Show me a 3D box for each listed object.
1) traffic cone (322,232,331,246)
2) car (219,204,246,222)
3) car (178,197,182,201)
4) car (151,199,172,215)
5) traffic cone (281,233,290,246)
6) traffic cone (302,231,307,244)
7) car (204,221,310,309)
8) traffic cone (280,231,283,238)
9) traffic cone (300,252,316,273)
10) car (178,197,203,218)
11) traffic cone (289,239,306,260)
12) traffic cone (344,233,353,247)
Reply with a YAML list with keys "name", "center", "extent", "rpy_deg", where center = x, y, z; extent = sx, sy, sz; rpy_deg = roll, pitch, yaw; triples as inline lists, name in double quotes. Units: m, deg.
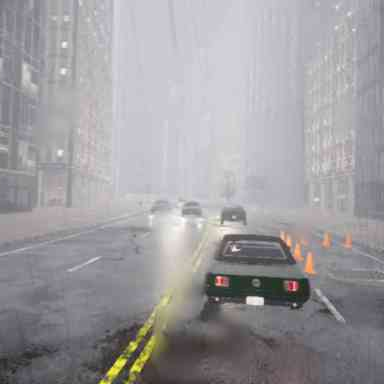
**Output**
- name: "traffic cone"
  center: [6.292, 2.190, 15.610]
  extent: [0.340, 0.580, 0.340]
  rpy_deg: [2, 0, 8]
- name: "car"
  center: [3.180, 1.670, 26.340]
  extent: [1.882, 1.535, 5.008]
  rpy_deg: [2, 0, 4]
- name: "car"
  center: [-2.096, 1.806, 73.301]
  extent: [1.895, 1.301, 4.718]
  rpy_deg: [2, 0, -7]
- name: "car"
  center: [-3.171, 1.521, 35.158]
  extent: [1.882, 1.535, 5.008]
  rpy_deg: [2, 0, 1]
- name: "traffic cone"
  center: [4.045, 2.120, 13.895]
  extent: [0.340, 0.580, 0.340]
  rpy_deg: [2, 0, 8]
- name: "traffic cone"
  center: [5.302, 2.163, 15.744]
  extent: [0.340, 0.580, 0.340]
  rpy_deg: [2, 0, 8]
- name: "car"
  center: [1.441, 1.671, 8.121]
  extent: [1.895, 1.301, 4.718]
  rpy_deg: [2, 0, 8]
- name: "traffic cone"
  center: [4.312, 2.136, 15.877]
  extent: [0.340, 0.580, 0.340]
  rpy_deg: [2, 0, 8]
- name: "traffic cone"
  center: [3.510, 2.090, 9.932]
  extent: [0.340, 0.580, 0.340]
  rpy_deg: [2, 0, 8]
- name: "car"
  center: [0.010, 1.605, 32.811]
  extent: [1.882, 1.535, 5.008]
  rpy_deg: [2, 0, 2]
- name: "traffic cone"
  center: [3.777, 2.105, 11.913]
  extent: [0.340, 0.580, 0.340]
  rpy_deg: [2, 0, 8]
- name: "traffic cone"
  center: [7.283, 2.218, 15.476]
  extent: [0.340, 0.580, 0.340]
  rpy_deg: [2, 0, 8]
